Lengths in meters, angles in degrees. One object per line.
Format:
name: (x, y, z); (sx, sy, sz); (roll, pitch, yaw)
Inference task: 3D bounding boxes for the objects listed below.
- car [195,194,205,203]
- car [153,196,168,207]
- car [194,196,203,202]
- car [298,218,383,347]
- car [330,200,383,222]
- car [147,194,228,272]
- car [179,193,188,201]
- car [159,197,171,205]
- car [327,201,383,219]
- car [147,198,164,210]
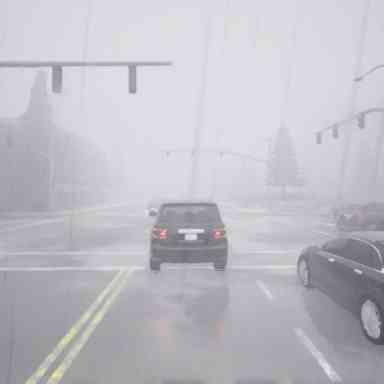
car: (1.705, 1.374, 71.528); (2.097, 1.767, 4.553); (0, 0, -1)
car: (-4.904, 1.492, 52.403); (1.882, 1.535, 5.008); (0, 0, -1)
car: (1.469, 1.574, 81.435); (1.994, 1.385, 4.181); (0, 0, -1)
car: (3.532, 1.506, 6.302); (1.837, 1.490, 4.892); (0, 0, -1)
car: (10.186, 1.355, 17.730); (4.553, 1.767, 2.097); (0, 0, -13)
car: (-0.254, 1.225, 11.034); (2.150, 2.045, 5.566); (0, 0, -5)
car: (-2.034, 1.162, 81.519); (2.150, 2.045, 5.566); (0, 0, -1)
car: (-5.076, 1.581, 62.284); (1.994, 1.385, 4.181); (0, 0, -1)
car: (14.429, 1.510, 28.630); (4.892, 1.490, 1.837); (0, 0, -2)
car: (-4.706, 1.538, 43.013); (1.812, 1.442, 4.674); (0, 0, -1)
